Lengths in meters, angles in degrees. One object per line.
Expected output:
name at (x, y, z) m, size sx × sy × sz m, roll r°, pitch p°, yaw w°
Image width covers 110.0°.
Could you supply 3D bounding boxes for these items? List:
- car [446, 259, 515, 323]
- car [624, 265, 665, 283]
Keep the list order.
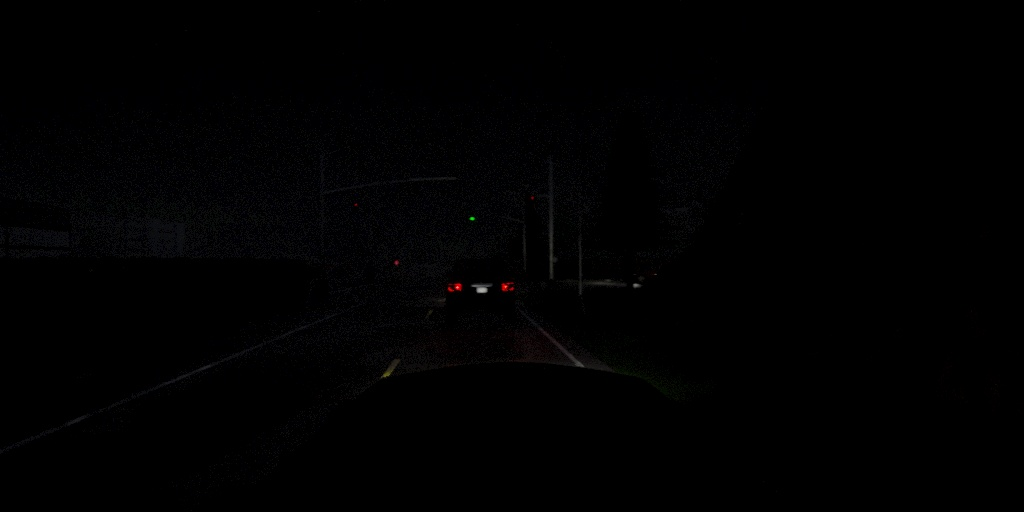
car at (-1.213, 1.126, 13.041) m, size 2.150 × 2.045 × 5.566 m, roll 0°, pitch -1°, yaw -7°
car at (12.225, 1.519, 31.082) m, size 5.008 × 1.535 × 1.882 m, roll 0°, pitch -1°, yaw -9°
